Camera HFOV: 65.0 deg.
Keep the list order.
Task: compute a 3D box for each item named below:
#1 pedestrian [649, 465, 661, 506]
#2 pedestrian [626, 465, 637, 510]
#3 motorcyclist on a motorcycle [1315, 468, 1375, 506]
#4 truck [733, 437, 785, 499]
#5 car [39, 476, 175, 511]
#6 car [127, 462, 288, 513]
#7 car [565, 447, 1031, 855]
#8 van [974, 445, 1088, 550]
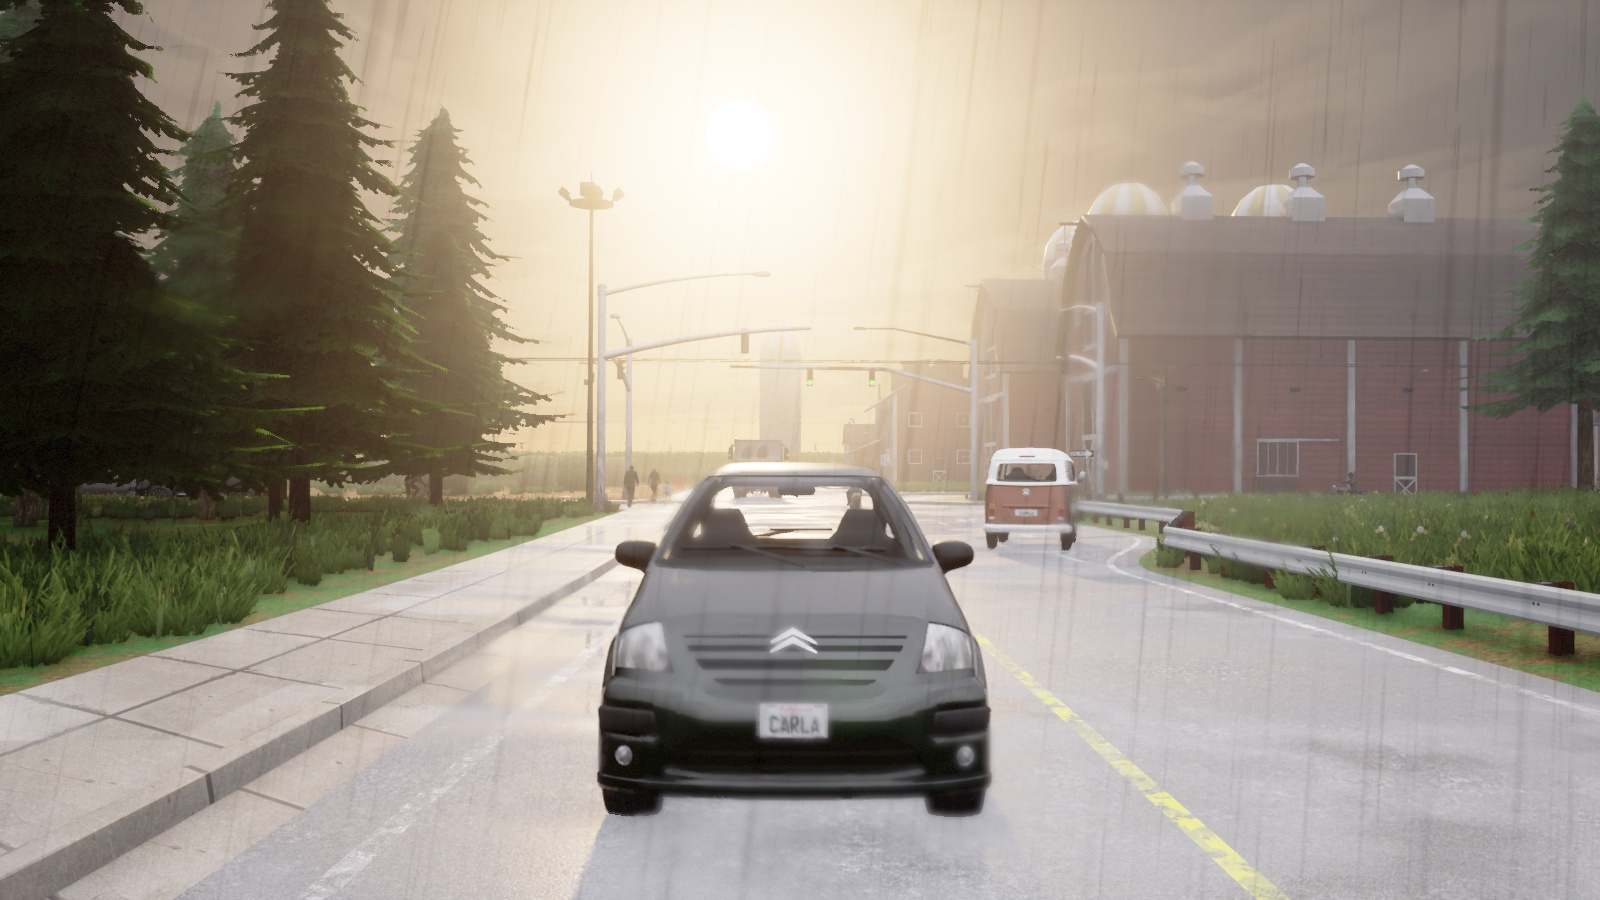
[{"bbox_3d":[-6.629,1.615,57.476,0.331,1.846,0.634,0,-1,16],"label":"pedestrian"},{"bbox_3d":[-6.916,1.523,51.436,0.353,1.847,0.614,0,-1,0],"label":"pedestrian"},{"bbox_3d":[24.296,1.633,56.004,2.350,1.649,0.766,0,-1,-1],"label":"motorcyclist on a motorcycle"},{"bbox_3d":[-2.453,1.075,73.816,2.891,3.462,7.936,0,-1,-2],"label":"truck"},{"bbox_3d":[-30.134,1.884,54.736,4.892,1.490,1.837,0,-1,-1],"label":"car"},{"bbox_3d":[-24.170,1.518,51.378,5.566,2.045,2.150,0,-1,-1],"label":"car"},{"bbox_3d":[-0.024,0.830,7.004,1.851,1.617,3.988,0,-1,0],"label":"car"},{"bbox_3d":[5.021,0.967,26.826,2.069,2.038,4.480,0,-1,15],"label":"van"}]
